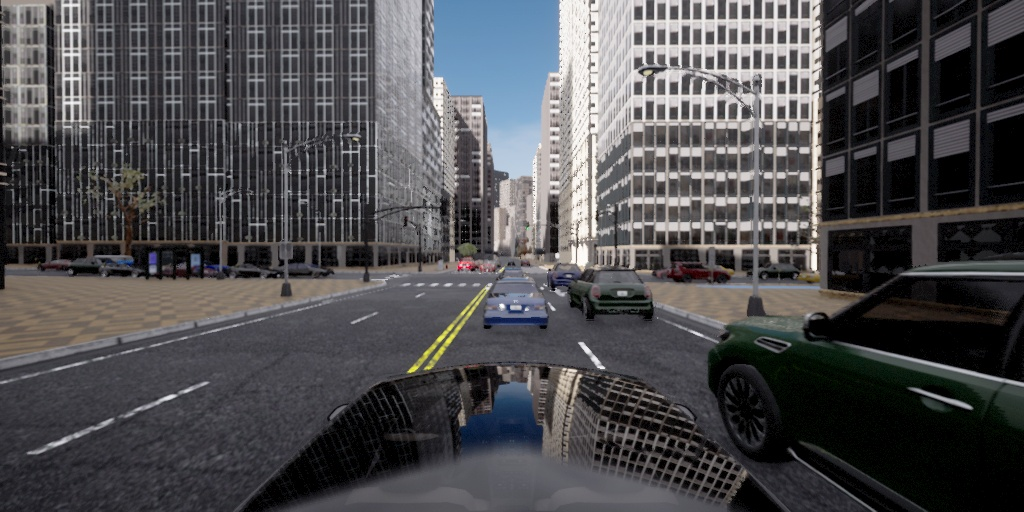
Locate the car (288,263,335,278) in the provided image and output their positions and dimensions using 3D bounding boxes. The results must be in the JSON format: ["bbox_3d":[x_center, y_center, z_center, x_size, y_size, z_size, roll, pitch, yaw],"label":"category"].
[{"bbox_3d":[-19.955,1.343,34.321,5.357,1.411,2.033,1,1,1],"label":"car"}]

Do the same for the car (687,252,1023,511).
[{"bbox_3d":[3.347,0.972,1.828,2.150,2.045,5.566,0,0,0],"label":"car"}]

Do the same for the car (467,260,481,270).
[{"bbox_3d":[-6.645,1.568,63.149,1.882,1.535,5.008,0,0,1],"label":"car"}]

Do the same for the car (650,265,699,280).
[{"bbox_3d":[16.663,1.652,36.946,4.181,1.385,1.994,1,1,2],"label":"car"}]

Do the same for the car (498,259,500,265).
[{"bbox_3d":[-3.411,1.597,59.501,1.812,1.442,4.674,0,0,0],"label":"car"}]

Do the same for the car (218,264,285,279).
[{"bbox_3d":[-22.773,1.363,31.663,4.313,1.339,1.948,0,0,1],"label":"car"}]

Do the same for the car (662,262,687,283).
[{"bbox_3d":[16.153,1.455,31.186,5.009,1.841,2.192,0,0,1],"label":"car"}]

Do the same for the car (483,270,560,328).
[{"bbox_3d":[0.091,1.355,11.530,2.033,1.411,5.357,0,0,0],"label":"car"}]

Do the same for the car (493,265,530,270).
[{"bbox_3d":[0.072,1.433,22.216,1.994,1.385,4.181,0,0,0],"label":"car"}]

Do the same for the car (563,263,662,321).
[{"bbox_3d":[3.334,1.167,12.966,2.097,1.767,4.553,0,0,0],"label":"car"}]

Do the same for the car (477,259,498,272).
[{"bbox_3d":[-3.382,1.378,50.657,2.097,1.767,4.553,0,0,-1],"label":"car"}]

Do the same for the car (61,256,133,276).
[{"bbox_3d":[-39.846,0.969,34.707,4.553,1.767,2.097,1,1,1],"label":"car"}]

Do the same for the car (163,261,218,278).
[{"bbox_3d":[-28.457,1.328,31.788,4.207,1.307,1.802,0,0,1],"label":"car"}]

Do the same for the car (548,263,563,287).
[{"bbox_3d":[3.466,1.227,23.401,2.097,1.767,4.553,0,0,3],"label":"car"}]

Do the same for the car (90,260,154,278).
[{"bbox_3d":[-34.138,1.261,31.954,4.313,1.339,1.948,0,0,1],"label":"car"}]

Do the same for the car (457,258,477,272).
[{"bbox_3d":[-6.660,1.258,52.806,2.150,2.045,5.566,0,0,0],"label":"car"}]

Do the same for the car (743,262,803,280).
[{"bbox_3d":[26.698,1.527,36.798,4.553,1.767,2.097,0,1,1],"label":"car"}]

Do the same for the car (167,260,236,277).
[{"bbox_3d":[-29.816,1.185,34.511,5.008,1.535,1.882,1,1,1],"label":"car"}]
